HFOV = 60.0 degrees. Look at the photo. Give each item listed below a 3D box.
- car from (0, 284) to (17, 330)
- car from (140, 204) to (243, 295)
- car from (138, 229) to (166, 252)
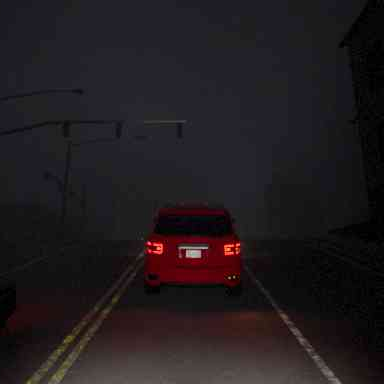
[{"bbox_3d":[-3.601,1.616,2.859,1.895,1.301,4.718,0,0,0],"label":"car"},{"bbox_3d":[0.056,1.346,9.224,2.150,2.045,5.566,1,-1,1],"label":"car"},{"bbox_3d":[-3.700,4.672,31.674,2.097,1.767,4.553,0,-14,0],"label":"car"}]
